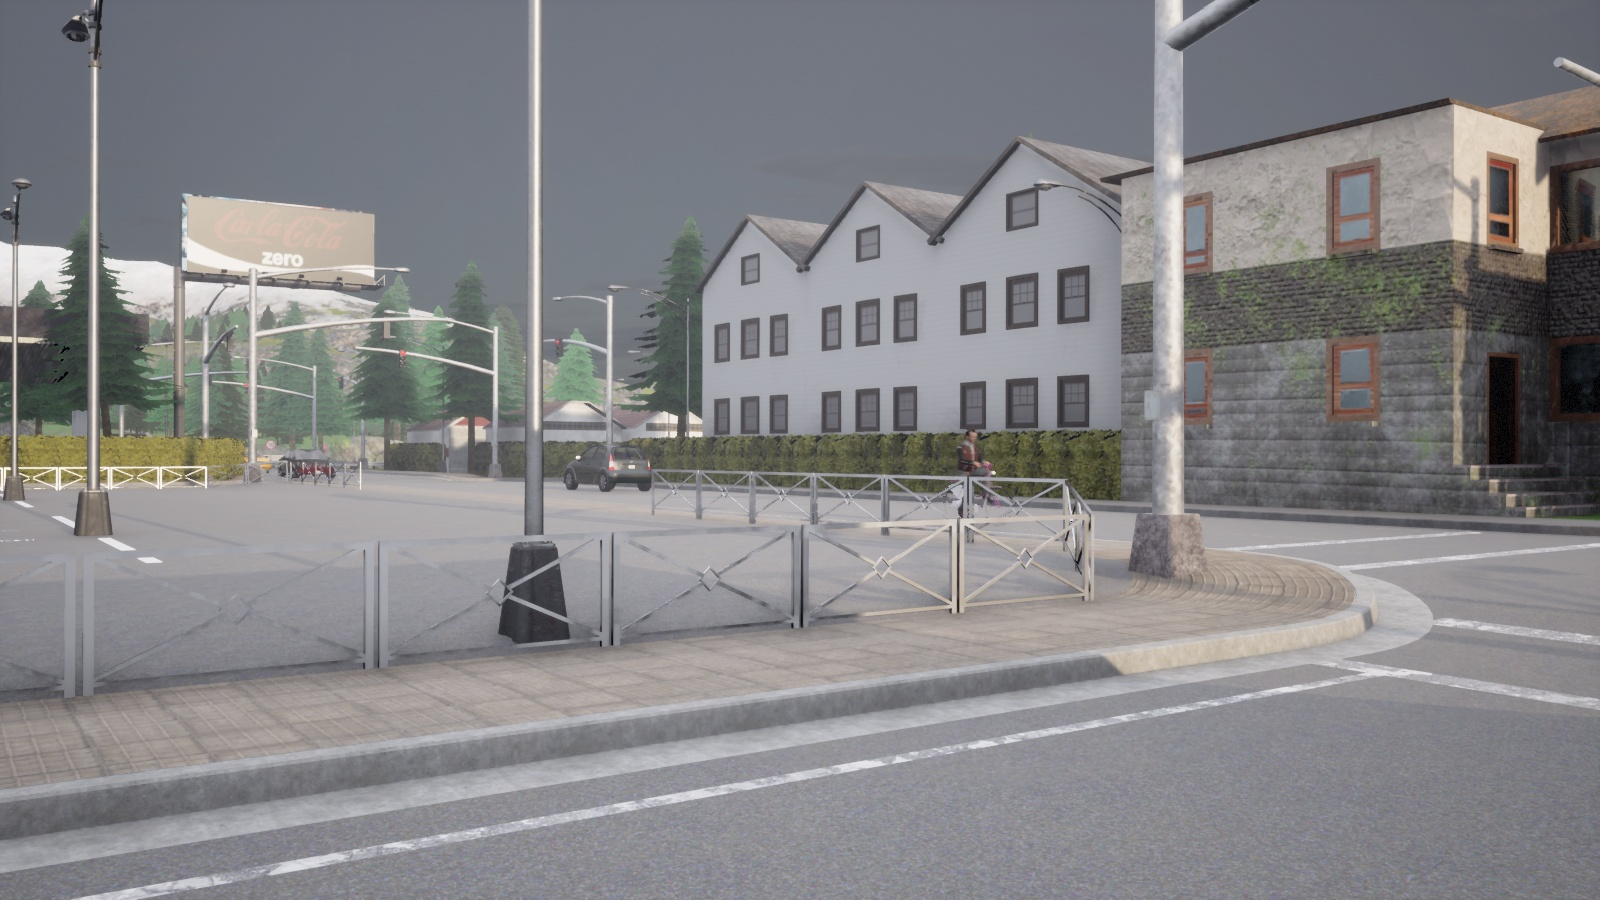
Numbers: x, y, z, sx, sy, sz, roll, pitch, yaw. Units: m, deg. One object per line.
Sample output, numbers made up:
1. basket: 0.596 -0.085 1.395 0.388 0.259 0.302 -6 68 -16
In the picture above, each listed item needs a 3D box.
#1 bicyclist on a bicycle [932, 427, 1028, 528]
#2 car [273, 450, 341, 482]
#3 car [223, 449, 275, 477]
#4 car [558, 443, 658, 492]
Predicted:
1. bicyclist on a bicycle: 3.273 0.488 22.956 0.659 1.776 1.843 0 0 -35
2. car: -25.129 0.794 63.951 2.163 1.488 4.792 0 1 -35
3. car: -33.167 0.761 75.506 1.801 1.575 5.366 0 0 -35
4. car: -6.692 0.587 43.485 1.851 1.617 3.988 0 0 -35
